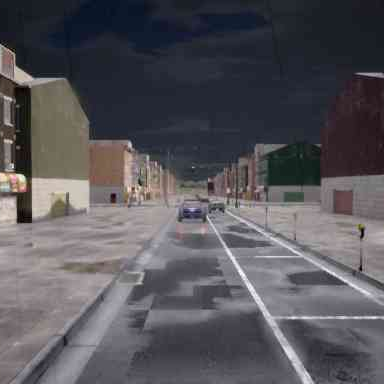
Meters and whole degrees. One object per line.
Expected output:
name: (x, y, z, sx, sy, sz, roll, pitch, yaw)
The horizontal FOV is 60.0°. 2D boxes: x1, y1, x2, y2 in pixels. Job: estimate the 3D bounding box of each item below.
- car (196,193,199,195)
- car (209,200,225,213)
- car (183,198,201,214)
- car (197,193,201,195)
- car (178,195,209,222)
car: (2.593, 1.588, 91.051, 1.887, 1.381, 4.507, -1, 0, 0)
car: (2.610, 1.552, 36.476, 2.008, 1.369, 4.403, -1, 0, 0)
car: (0.006, 1.479, 36.178, 1.882, 1.535, 5.008, 0, 0, 1)
car: (2.597, 1.615, 79.986, 1.802, 1.307, 4.206, -1, 0, 0)
car: (0.038, 1.350, 26.303, 2.097, 1.767, 4.553, 0, 0, 0)
